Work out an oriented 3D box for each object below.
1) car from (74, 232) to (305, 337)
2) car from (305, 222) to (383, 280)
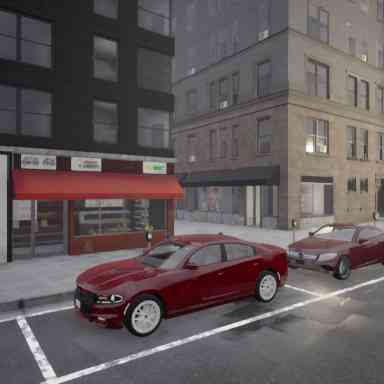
[{"bbox_3d":[0.000,1.545,6.643,4.507,1.381,1.887,0,0,-35],"label":"car"},{"bbox_3d":[4.521,1.577,9.863,4.206,1.307,1.802,0,0,-35],"label":"car"}]
